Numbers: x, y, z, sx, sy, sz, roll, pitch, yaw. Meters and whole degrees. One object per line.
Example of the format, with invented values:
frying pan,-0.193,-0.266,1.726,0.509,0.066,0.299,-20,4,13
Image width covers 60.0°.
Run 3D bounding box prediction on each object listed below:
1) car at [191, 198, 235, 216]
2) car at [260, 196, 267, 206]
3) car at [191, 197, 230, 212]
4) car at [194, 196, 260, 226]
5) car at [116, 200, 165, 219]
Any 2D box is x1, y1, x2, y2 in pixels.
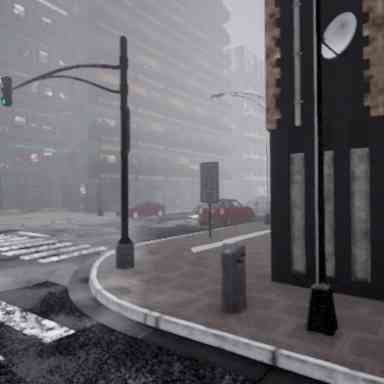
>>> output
car,1.983,1.270,30.041,1.994,1.385,4.181,-1,0,36
car,8.667,1.189,43.626,1.947,1.339,4.313,0,0,36
car,2.003,1.261,34.464,2.008,1.369,4.403,0,0,36
car,2.207,1.135,20.310,1.967,1.590,4.097,0,0,36
car,-4.013,1.335,26.347,1.887,1.381,4.507,0,0,36
